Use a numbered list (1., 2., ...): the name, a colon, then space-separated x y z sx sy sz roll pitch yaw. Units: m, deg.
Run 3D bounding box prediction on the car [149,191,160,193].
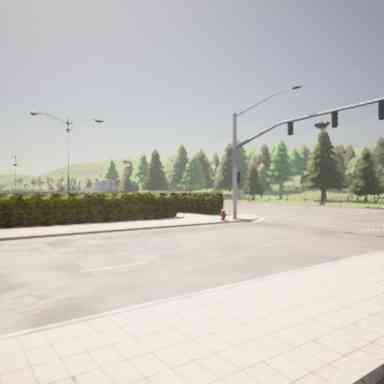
1. car: -9.381 0.875 80.157 2.150 2.045 5.566 0 0 -35
